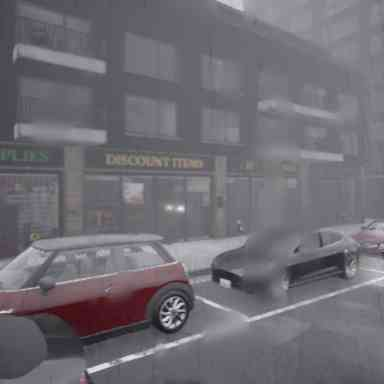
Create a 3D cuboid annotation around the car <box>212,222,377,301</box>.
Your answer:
[{"bbox_3d":[2.480,1.557,8.305,4.313,1.339,1.947,0,-1,-35],"label":"car"}]

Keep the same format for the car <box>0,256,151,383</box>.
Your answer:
[{"bbox_3d":[-2.859,1.493,1.330,4.902,1.511,2.128,0,0,-35],"label":"car"}]

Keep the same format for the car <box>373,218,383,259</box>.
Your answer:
[{"bbox_3d":[6.985,1.566,11.514,4.206,1.307,1.802,0,-1,-35],"label":"car"}]

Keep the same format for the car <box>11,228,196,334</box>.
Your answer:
[{"bbox_3d":[-2.025,1.439,5.098,4.097,1.590,1.967,0,-1,-35],"label":"car"}]
